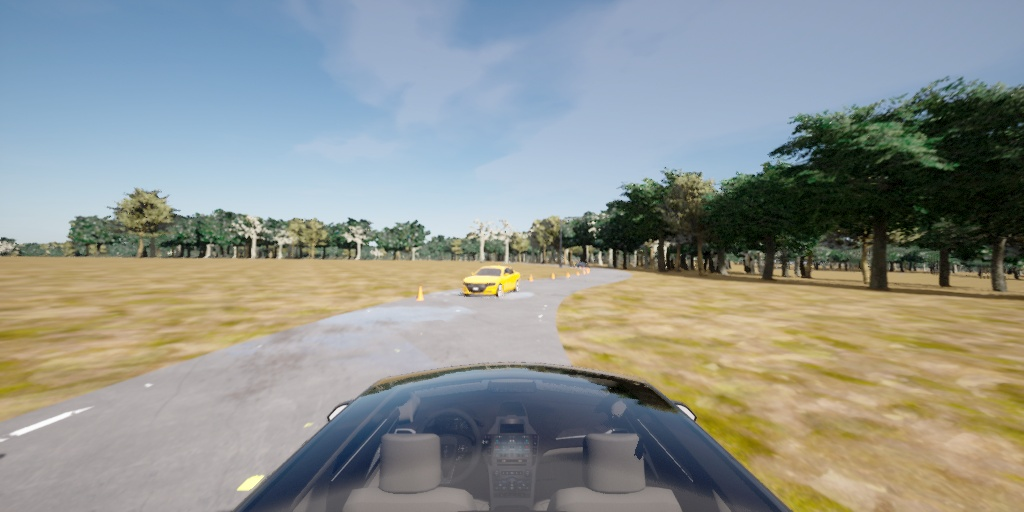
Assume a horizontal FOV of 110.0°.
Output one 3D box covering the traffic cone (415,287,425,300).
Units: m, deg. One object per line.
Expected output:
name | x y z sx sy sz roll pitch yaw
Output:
traffic cone | -4.131 1.676 16.165 0.340 0.580 0.340 0 0 12

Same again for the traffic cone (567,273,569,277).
traffic cone | 6.165 2.012 39.488 0.340 0.580 0.340 0 0 25

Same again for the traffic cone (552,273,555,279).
traffic cone | 4.023 1.937 35.127 0.340 0.580 0.340 0 0 28

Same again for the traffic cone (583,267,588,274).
traffic cone | 9.753 2.154 48.514 0.340 0.580 0.340 0 0 19

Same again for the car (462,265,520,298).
car | -0.972 1.259 19.038 1.882 1.535 5.008 0 0 17

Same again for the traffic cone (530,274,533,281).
traffic cone | 1.657 1.864 30.883 0.340 0.580 0.340 0 0 31

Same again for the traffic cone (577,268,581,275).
traffic cone | 8.077 2.084 43.954 0.340 0.580 0.340 0 0 22

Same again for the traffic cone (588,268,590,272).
traffic cone | 11.190 2.221 53.154 0.340 0.580 0.340 0 0 16
